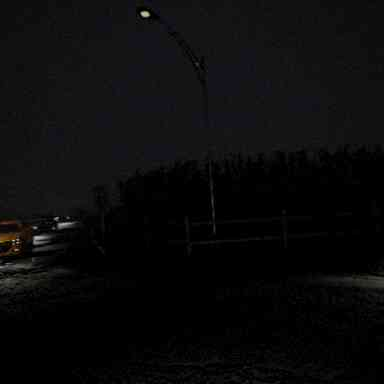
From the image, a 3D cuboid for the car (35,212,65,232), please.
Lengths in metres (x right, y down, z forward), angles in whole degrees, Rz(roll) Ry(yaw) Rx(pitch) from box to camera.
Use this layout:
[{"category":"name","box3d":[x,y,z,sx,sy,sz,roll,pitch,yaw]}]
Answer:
[{"category":"car","box3d":[-12.234,2.443,27.229,2.128,1.511,4.902,-4,0,-12]}]

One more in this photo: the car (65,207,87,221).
[{"category":"car","box3d":[-13.946,2.599,39.467,2.128,1.511,4.902,-4,0,-3]}]

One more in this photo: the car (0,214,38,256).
[{"category":"car","box3d":[-8.818,2.153,15.949,1.882,1.535,5.008,-4,0,-20]}]
